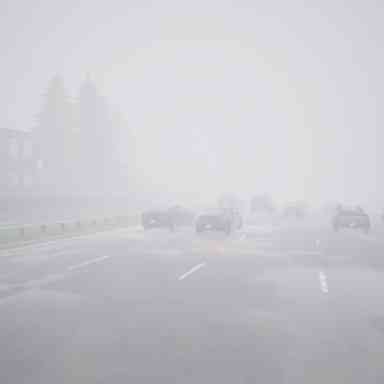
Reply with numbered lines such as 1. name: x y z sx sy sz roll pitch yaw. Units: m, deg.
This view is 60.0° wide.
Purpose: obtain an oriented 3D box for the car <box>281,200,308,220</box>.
1. car: 9.094 1.605 29.483 1.812 1.442 4.674 0 0 20

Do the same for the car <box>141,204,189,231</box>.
1. car: -1.374 1.513 20.995 1.882 1.535 5.008 0 0 20

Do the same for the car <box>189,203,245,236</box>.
1. car: 1.597 1.564 18.909 1.812 1.442 4.674 0 0 20

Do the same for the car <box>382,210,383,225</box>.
1. car: 13.672 1.568 21.494 2.128 1.511 4.902 0 0 20

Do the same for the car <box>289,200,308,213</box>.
1. car: 12.524 1.670 39.075 1.994 1.385 4.181 0 0 19

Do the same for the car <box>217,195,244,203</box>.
1. car: 4.367 1.302 37.055 2.150 2.045 5.566 0 0 20

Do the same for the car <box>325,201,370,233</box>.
1. car: 9.541 1.553 20.336 2.128 1.511 4.902 0 0 20

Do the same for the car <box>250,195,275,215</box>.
1. car: 7.635 1.307 35.794 2.150 2.045 5.566 0 0 20

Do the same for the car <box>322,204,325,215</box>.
1. car: 14.679 1.651 34.713 2.033 1.411 5.357 0 0 20
